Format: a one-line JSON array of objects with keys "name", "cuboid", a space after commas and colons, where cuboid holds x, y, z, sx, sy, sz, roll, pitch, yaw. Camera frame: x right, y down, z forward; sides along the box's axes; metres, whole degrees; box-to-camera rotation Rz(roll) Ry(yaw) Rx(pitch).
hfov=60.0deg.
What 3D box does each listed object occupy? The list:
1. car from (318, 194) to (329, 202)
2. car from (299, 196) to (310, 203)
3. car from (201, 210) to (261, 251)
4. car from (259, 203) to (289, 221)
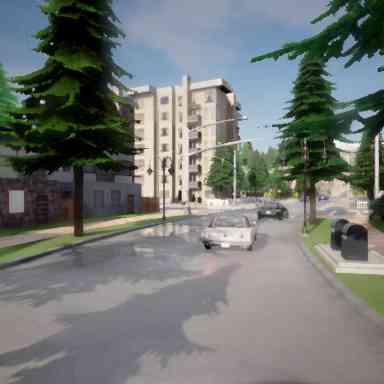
[{"name": "car", "cuboid": [29.111, 1.223, 73.545, 2.097, 1.767, 4.553, 0, 0, 27]}, {"name": "car", "cuboid": [24.405, 1.566, 71.976, 2.033, 1.411, 5.357, 0, 0, 27]}, {"name": "car", "cuboid": [1.740, 1.614, 14.123, 1.895, 1.301, 4.718, 0, 0, 14]}, {"name": "car", "cuboid": [6.828, 1.571, 27.784, 1.994, 1.385, 4.181, 0, 0, 25]}]
